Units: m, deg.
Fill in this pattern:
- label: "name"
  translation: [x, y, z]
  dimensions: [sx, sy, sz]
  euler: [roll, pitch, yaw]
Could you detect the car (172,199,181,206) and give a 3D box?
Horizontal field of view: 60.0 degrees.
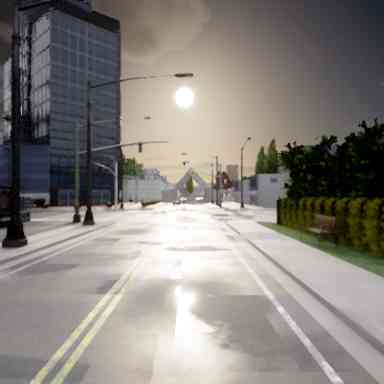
- label: "car"
  translation: [-3.495, 2.369, 76.143]
  dimensions: [2.033, 1.411, 5.357]
  euler: [0, -1, 0]
